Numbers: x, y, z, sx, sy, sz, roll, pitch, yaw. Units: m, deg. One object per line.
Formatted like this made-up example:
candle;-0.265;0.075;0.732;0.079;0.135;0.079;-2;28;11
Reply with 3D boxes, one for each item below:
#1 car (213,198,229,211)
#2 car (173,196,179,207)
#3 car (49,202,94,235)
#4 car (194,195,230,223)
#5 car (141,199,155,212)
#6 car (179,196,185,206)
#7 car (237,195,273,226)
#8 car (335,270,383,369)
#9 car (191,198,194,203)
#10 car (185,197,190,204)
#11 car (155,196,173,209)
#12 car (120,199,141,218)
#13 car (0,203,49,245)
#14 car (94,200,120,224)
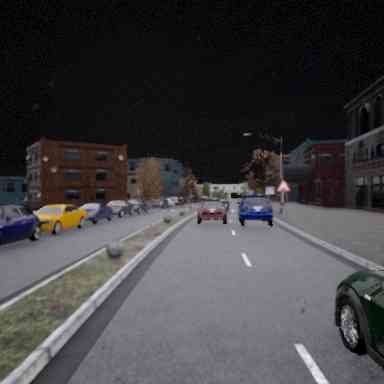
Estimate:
car;3.823;1.585;42.689;1.837;1.490;4.892;0;0;8
car;-3.824;1.647;52.004;2.002;1.452;4.674;0;0;8
car;-7.820;1.469;19.200;2.097;1.535;5.008;0;0;5
car;1.630;1.351;25.420;2.097;1.767;4.553;0;0;6
car;-5.986;1.499;35.713;2.231;1.521;4.892;0;0;8
car;-3.078;1.520;57.633;2.185;1.767;4.553;0;0;8
car;4.434;1.224;23.738;2.150;2.045;5.566;0;0;6
car;3.206;1.355;3.243;2.097;1.767;4.553;0;0;1
car;-0.904;1.783;74.025;2.231;1.521;4.892;0;-1;8
car;-2.352;1.562;63.105;2.185;1.767;4.553;0;0;8
car;-4.546;1.444;46.560;2.185;1.767;4.553;0;0;8
car;-6.703;1.475;30.240;2.231;1.521;4.892;0;0;7
car;-8.200;1.343;13.689;2.185;1.767;4.553;0;0;4
car;-7.321;1.509;24.726;2.002;1.452;4.674;0;0;6
